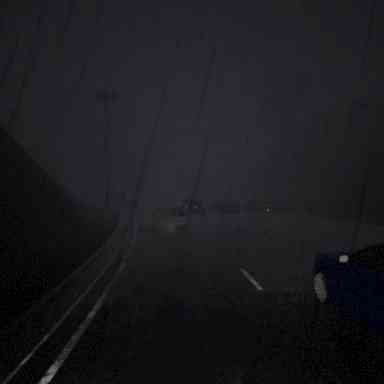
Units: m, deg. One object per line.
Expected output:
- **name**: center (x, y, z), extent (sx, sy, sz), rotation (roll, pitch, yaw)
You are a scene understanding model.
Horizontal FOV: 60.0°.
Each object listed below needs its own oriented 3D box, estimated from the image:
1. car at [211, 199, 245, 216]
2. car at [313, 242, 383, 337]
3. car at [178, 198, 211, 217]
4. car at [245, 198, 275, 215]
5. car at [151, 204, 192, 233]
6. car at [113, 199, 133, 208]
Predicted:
- **car**: center (3.040, 1.431, 32.423), extent (1.882, 1.535, 5.008), rotation (0, 0, -14)
- **car**: center (3.501, 1.433, 4.940), extent (1.882, 1.535, 5.008), rotation (0, 0, -2)
- **car**: center (-0.171, 1.346, 30.745), extent (2.097, 1.767, 4.553), rotation (-1, 0, -13)
- **car**: center (6.464, 1.417, 33.140), extent (1.837, 1.490, 4.892), rotation (0, 0, -14)
- **car**: center (-1.453, 1.613, 19.922), extent (1.895, 1.301, 4.718), rotation (-1, 0, -9)
- **car**: center (-10.186, 1.675, 49.064), extent (1.994, 1.385, 4.181), rotation (0, 0, -27)
